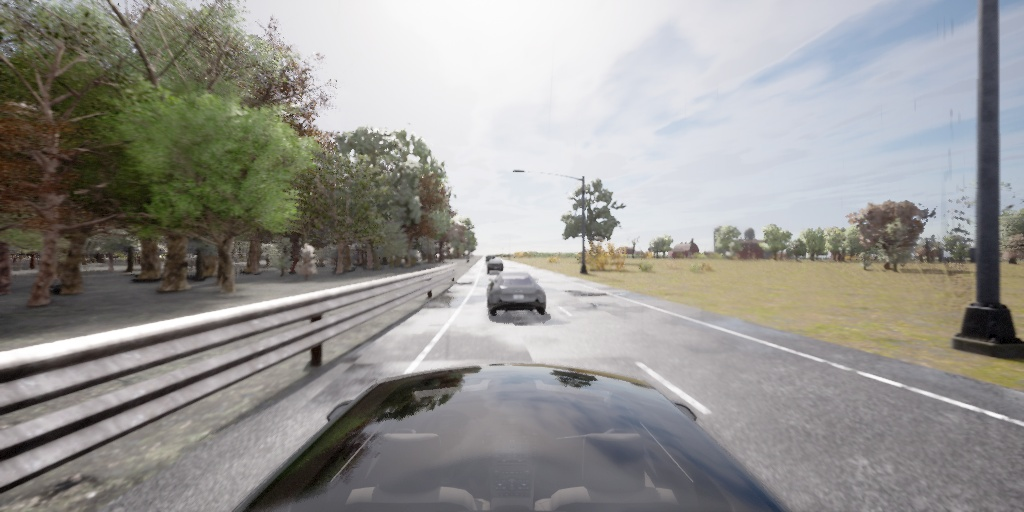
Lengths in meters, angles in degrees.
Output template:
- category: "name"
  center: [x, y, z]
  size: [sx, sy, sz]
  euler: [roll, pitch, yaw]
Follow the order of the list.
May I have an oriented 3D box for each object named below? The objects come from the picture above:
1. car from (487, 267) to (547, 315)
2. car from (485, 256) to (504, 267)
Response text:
- category: "car"
  center: [0.071, 1.278, 13.526]
  size: [1.994, 1.385, 4.181]
  euler: [0, 0, -4]
- category: "car"
  center: [-1.900, 1.118, 40.770]
  size: [1.882, 1.535, 5.008]
  euler: [0, 0, -4]
